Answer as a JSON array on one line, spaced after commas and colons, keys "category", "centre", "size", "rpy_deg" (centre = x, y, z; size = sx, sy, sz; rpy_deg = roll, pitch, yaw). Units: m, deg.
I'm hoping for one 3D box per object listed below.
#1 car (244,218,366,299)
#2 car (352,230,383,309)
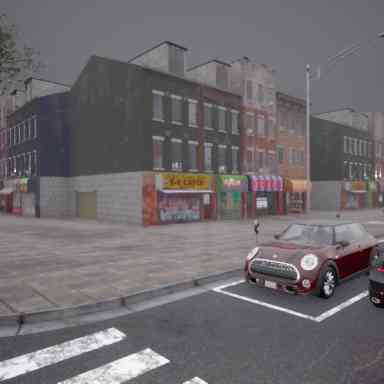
[{"category": "car", "centre": [3.130, 1.442, 8.428], "size": [4.097, 1.590, 1.967], "rpy_deg": [0, 0, -43]}, {"category": "car", "centre": [5.265, 1.501, 6.801], "size": [4.892, 1.490, 1.837], "rpy_deg": [0, 0, -43]}]
